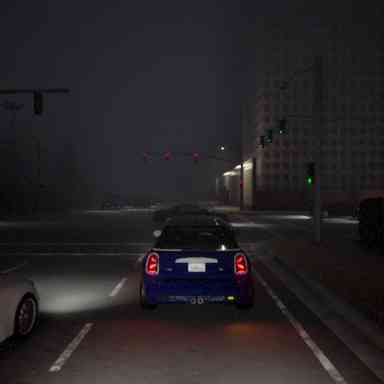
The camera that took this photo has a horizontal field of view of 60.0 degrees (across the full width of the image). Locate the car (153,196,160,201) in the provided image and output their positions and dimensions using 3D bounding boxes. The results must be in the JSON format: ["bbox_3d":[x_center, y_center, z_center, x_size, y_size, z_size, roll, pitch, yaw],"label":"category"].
[{"bbox_3d":[-6.958,1.481,55.158,1.837,1.490,4.892,0,0,0],"label":"car"}]

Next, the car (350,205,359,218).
[{"bbox_3d":[15.861,1.548,26.863,4.892,1.490,1.837,0,0,0],"label":"car"}]

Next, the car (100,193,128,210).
[{"bbox_3d":[-10.493,1.202,44.032,2.150,2.045,5.566,0,0,0],"label":"car"}]

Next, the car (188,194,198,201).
[{"bbox_3d":[0.170,1.323,73.790,2.097,1.767,4.553,0,0,0],"label":"car"}]

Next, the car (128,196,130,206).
[{"bbox_3d":[-10.466,1.454,53.803,1.882,1.535,5.008,0,0,0],"label":"car"}]

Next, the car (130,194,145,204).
[{"bbox_3d":[-10.409,1.324,63.583,2.097,1.767,4.553,0,0,1],"label":"car"}]

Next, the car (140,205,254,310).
[{"bbox_3d":[0.101,1.348,7.990,2.097,1.767,4.553,0,0,0],"label":"car"}]

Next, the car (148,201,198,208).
[{"bbox_3d":[-0.090,1.569,23.165,5.357,1.411,2.033,0,0,0],"label":"car"}]

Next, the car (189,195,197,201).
[{"bbox_3d":[0.185,1.503,83.772,2.033,1.411,5.357,0,0,0],"label":"car"}]

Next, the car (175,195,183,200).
[{"bbox_3d":[-3.315,1.386,83.714,1.895,1.301,4.718,0,0,0],"label":"car"}]

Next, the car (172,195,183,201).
[{"bbox_3d":[-3.337,1.437,73.462,1.882,1.535,5.008,0,0,0],"label":"car"}]

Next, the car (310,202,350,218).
[{"bbox_3d":[13.018,1.606,30.365,4.181,1.385,1.994,0,0,0],"label":"car"}]

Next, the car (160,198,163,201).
[{"bbox_3d":[-6.898,1.535,65.204,1.994,1.385,4.181,0,0,0],"label":"car"}]

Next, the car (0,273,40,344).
[{"bbox_3d":[-3.431,1.524,3.559,1.812,1.442,4.674,0,0,1],"label":"car"}]

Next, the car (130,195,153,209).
[{"bbox_3d":[-6.983,1.505,46.264,1.812,1.442,4.674,0,0,0],"label":"car"}]
